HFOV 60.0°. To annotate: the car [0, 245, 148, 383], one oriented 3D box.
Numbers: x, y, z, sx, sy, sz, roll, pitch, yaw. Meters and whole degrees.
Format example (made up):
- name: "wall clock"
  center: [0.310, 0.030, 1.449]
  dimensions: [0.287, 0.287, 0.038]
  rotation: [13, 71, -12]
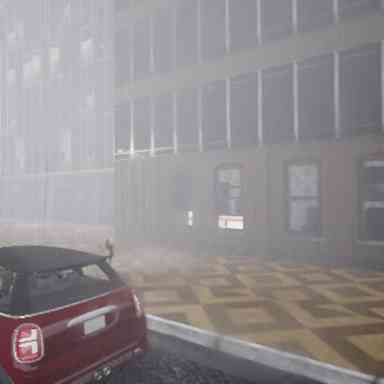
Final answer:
- name: "car"
  center: [-2.639, 1.492, 4.759]
  dimensions: [4.097, 1.590, 1.967]
  rotation: [-1, -1, 35]
